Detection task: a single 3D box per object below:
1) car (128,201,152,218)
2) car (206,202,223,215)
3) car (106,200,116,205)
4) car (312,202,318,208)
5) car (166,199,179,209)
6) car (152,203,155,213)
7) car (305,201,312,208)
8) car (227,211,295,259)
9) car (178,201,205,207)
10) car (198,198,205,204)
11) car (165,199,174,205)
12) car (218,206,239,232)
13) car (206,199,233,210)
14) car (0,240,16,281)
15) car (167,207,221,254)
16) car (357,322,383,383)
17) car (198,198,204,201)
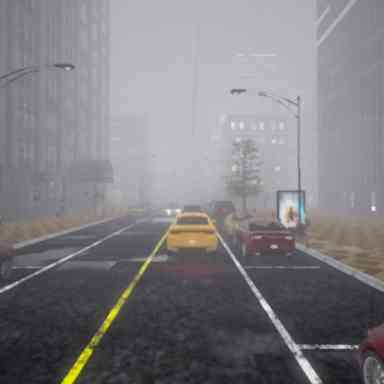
[{"bbox_3d":[-5.672,1.902,35.230,1.752,1.417,4.829,1,-1,0],"label":"car"},{"bbox_3d":[2.710,1.983,40.956,1.887,1.381,4.507,1,-1,0],"label":"car"},{"bbox_3d":[-17.233,1.959,65.365,4.507,1.381,1.887,1,-2,0],"label":"car"},{"bbox_3d":[26.279,2.791,74.021,4.829,1.417,1.752,1,-2,0],"label":"car"},{"bbox_3d":[-3.000,2.198,55.809,1.895,1.301,4.718,0,-1,0],"label":"car"},{"bbox_3d":[-5.669,1.878,40.960,1.967,1.590,4.097,1,-1,0],"label":"car"},{"bbox_3d":[20.866,2.452,65.673,4.097,1.590,1.967,1,-2,0],"label":"car"},{"bbox_3d":[2.702,1.686,13.160,1.887,1.381,4.507,1,-1,0],"label":"car"},{"bbox_3d":[0.030,1.812,28.491,1.837,1.490,4.892,0,0,1],"label":"car"},{"bbox_3d":[2.726,2.466,95.514,1.967,1.590,4.097,1,-1,0],"label":"car"},{"bbox_3d":[-5.658,2.430,84.313,1.752,1.417,4.829,1,-1,0],"label":"car"},{"bbox_3d":[2.704,1.728,18.889,1.752,1.417,4.829,1,-1,0],"label":"car"},{"bbox_3d":[2.709,1.634,29.839,2.192,1.841,5.009,1,-1,0],"label":"car"},{"bbox_3d":[-5.681,1.664,7.603,1.802,1.307,4.206,1,-1,0],"label":"car"},{"bbox_3d":[0.035,1.630,14.237,1.882,1.535,5.008,0,0,1],"label":"car"},{"bbox_3d":[2.699,1.605,2.041,1.802,1.307,4.206,1,-1,0],"label":"car"},{"bbox_3d":[2.724,2.511,89.989,1.887,1.381,4.507,1,-1,0],"label":"car"}]
